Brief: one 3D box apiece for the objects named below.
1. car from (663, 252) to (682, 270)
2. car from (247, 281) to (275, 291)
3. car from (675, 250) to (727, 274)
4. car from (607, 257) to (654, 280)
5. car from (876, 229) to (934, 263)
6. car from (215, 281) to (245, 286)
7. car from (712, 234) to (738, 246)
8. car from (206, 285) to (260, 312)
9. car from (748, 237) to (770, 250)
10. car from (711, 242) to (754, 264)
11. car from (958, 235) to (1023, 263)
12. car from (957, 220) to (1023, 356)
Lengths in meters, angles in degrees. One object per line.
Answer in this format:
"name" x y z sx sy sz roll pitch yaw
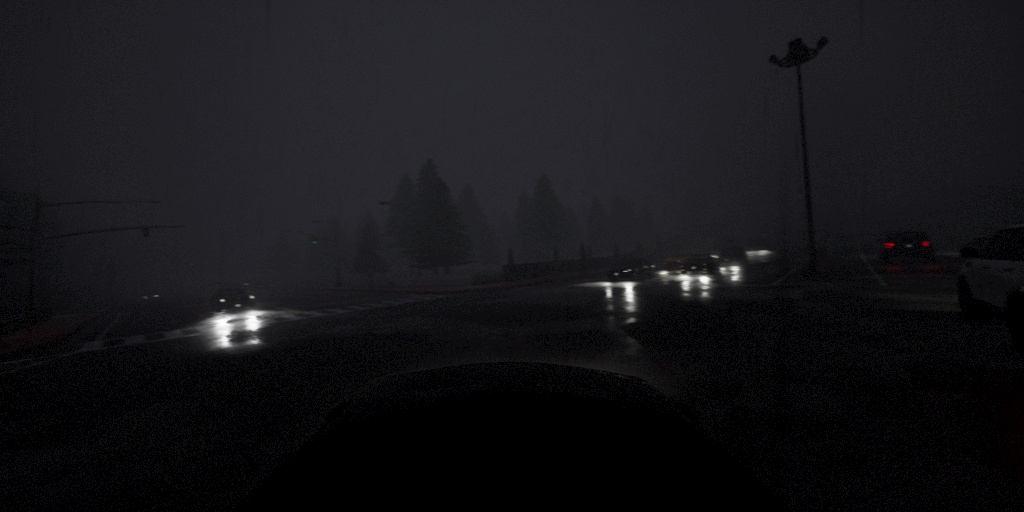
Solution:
"car" 15.861 0.345 33.688 1.882 1.535 5.008 -4 1 43
"car" -33.593 4.049 48.400 5.357 1.411 2.033 -4 -1 45
"car" 14.035 0.558 26.547 1.994 1.385 4.181 -4 -1 43
"car" 8.616 0.875 25.850 1.837 1.490 4.892 -5 -1 43
"car" 26.008 -0.693 23.836 2.150 2.045 5.566 -4 1 43
"car" -36.342 4.149 46.195 5.008 1.535 1.882 -4 -1 45
"car" 27.560 -1.651 46.305 2.150 2.045 5.566 -4 5 44
"car" -18.167 2.805 23.275 4.718 1.301 1.895 -4 -1 45
"car" 30.191 -1.518 43.982 1.994 1.385 4.181 -4 5 44
"car" 20.878 -0.103 33.961 2.128 1.511 4.902 -4 2 43
"car" 28.113 -0.471 20.931 1.895 1.301 4.718 -4 0 43
"car" 9.334 0.359 5.754 2.150 2.045 5.566 -4 -1 43
